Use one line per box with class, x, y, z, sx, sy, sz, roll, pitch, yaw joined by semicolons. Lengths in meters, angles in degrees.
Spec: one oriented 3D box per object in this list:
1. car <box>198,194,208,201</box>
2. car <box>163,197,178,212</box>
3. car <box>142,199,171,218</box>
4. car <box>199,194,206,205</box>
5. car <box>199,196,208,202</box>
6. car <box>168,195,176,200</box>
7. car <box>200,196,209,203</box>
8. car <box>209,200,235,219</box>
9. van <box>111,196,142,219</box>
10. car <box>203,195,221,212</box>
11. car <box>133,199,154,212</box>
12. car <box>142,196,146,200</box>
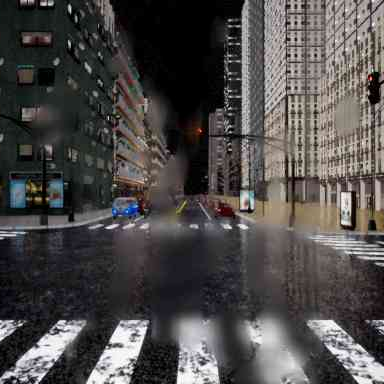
car;2.718;1.377;83.710;2.192;1.841;5.009;0;0;0
car;-3.091;1.618;39.739;1.895;1.301;4.718;0;0;0
car;-3.112;1.575;29.622;1.994;1.385;4.181;0;0;-2
car;2.711;1.470;56.071;1.967;1.590;4.097;0;0;0
car;2.715;1.637;78.182;1.802;1.307;4.206;0;0;0
car;-5.662;1.644;94.767;1.947;1.339;4.313;0;0;0
car;2.714;1.593;72.654;1.887;1.381;4.507;0;0;0
car;2.704;1.593;28.433;1.802;1.307;4.206;0;0;0
van;-5.675;1.352;28.436;1.690;1.788;3.998;0;0;0
car;2.708;1.457;39.489;1.967;1.590;4.097;0;0;0
car;-5.674;1.562;39.492;1.887;1.381;4.507;0;0;0
car;-5.674;1.329;33.964;2.192;1.841;5.009;0;0;0
